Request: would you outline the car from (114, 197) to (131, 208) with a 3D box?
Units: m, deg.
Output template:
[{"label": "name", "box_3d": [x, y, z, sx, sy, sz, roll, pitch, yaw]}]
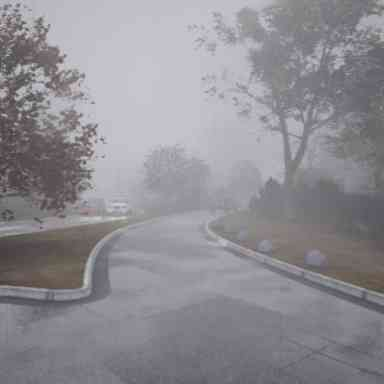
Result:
[{"label": "car", "box_3d": [-11.499, 1.654, 54.701, 1.882, 1.535, 5.008, 0, 0, -21]}]

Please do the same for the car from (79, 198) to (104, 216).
[{"label": "car", "box_3d": [-11.555, 1.686, 39.010, 2.150, 2.045, 5.566, 0, -1, -3]}]

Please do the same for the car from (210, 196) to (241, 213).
[{"label": "car", "box_3d": [4.228, 1.561, 43.741, 2.150, 2.045, 5.566, 0, 1, 26]}]

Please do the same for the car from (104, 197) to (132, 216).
[{"label": "car", "box_3d": [-8.333, 1.665, 39.002, 2.150, 2.045, 5.566, 0, -1, -3]}]

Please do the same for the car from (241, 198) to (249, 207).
[{"label": "car", "box_3d": [8.970, 1.704, 53.289, 2.128, 1.511, 4.902, 0, 1, 28]}]
